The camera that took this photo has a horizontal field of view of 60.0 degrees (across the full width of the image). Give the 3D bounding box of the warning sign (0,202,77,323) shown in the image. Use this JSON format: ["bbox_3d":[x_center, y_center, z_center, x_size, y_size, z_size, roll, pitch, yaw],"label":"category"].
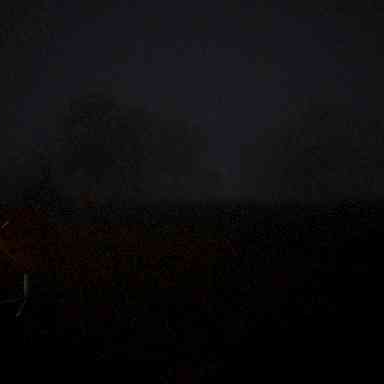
[{"bbox_3d":[-3.008,1.132,6.060,1.060,1.860,1.300,-1,0,35],"label":"warning sign"}]
